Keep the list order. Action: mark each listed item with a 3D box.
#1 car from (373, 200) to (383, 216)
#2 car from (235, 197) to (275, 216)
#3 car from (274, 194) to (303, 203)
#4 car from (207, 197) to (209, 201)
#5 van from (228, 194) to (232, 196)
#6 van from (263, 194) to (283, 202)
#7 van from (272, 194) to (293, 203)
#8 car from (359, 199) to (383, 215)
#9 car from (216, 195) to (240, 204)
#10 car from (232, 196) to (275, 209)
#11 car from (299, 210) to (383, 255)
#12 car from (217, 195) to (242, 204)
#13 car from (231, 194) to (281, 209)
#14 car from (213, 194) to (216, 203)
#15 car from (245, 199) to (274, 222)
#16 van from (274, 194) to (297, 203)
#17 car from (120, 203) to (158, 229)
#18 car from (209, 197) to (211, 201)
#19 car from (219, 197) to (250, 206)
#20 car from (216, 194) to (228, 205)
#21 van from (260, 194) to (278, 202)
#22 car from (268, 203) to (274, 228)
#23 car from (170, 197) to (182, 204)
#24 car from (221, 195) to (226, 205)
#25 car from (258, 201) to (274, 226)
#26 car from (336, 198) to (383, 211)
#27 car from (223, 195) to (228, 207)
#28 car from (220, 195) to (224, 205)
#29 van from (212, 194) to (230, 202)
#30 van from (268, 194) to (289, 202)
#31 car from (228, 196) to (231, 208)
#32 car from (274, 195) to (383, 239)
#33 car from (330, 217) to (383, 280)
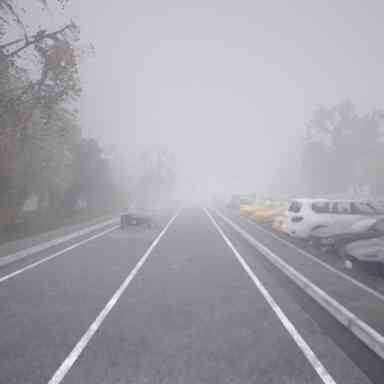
[{"bbox_3d":[20.095,1.510,31.473,4.792,1.488,2.163,0,0,0],"label":"car"},{"bbox_3d":[6.778,1.492,28.854,5.366,1.575,1.946,0,0,0],"label":"car"},{"bbox_3d":[20.360,1.352,70.247,5.566,2.045,2.435,0,0,0],"label":"car"},{"bbox_3d":[7.523,1.956,95.324,5.008,1.535,2.097,0,-1,0],"label":"car"},{"bbox_3d":[7.195,1.282,42.601,4.442,1.987,1.878,0,0,0],"label":"van"},{"bbox_3d":[20.386,1.500,83.957,4.442,1.987,1.878,0,-1,0],"label":"van"},{"bbox_3d":[20.550,1.398,75.661,4.442,1.987,1.878,0,0,0],"label":"van"},{"bbox_3d":[20.117,1.508,34.112,4.792,1.488,2.163,0,0,0],"label":"car"},{"bbox_3d":[7.255,1.475,67.587,4.553,1.767,2.185,0,0,0],"label":"car"},{"bbox_3d":[7.003,1.487,34.273,4.892,1.521,2.231,0,0,0],"label":"car"},{"bbox_3d":[6.829,1.576,12.075,5.008,1.535,2.097,0,0,0],"label":"car"},{"bbox_3d":[7.232,1.465,64.811,4.553,1.767,2.185,0,0,0],"label":"car"},{"bbox_3d":[7.063,1.364,37.052,4.553,1.767,2.185,0,0,0],"label":"car"},{"bbox_3d":[7.055,1.577,62.035,5.366,1.575,1.946,0,0,0],"label":"car"},{"bbox_3d":[6.731,1.518,23.181,5.366,1.575,1.946,0,0,0],"label":"car"},{"bbox_3d":[20.528,1.388,73.016,4.442,1.987,1.878,0,0,0],"label":"van"},{"bbox_3d":[-3.333,1.475,21.642,1.882,1.535,5.008,0,0,0],"label":"car"},{"bbox_3d":[7.407,1.391,78.691,5.566,2.045,2.435,0,0,0],"label":"car"},{"bbox_3d":[7.200,1.561,56.482,4.892,1.521,2.231,0,0,0],"label":"car"},{"bbox_3d":[6.985,1.546,53.707,5.366,1.575,1.946,0,0,0],"label":"car"},{"bbox_3d":[20.666,1.610,89.493,4.442,1.987,1.878,0,-1,0],"label":"van"},{"bbox_3d":[7.056,1.546,17.626,5.366,1.575,1.946,0,0,0],"label":"car"},{"bbox_3d":[-3.057,1.617,63.833,1.812,1.442,4.674,0,0,1],"label":"car"},{"bbox_3d":[7.095,1.558,48.154,4.792,1.488,2.163,0,0,0],"label":"car"},{"bbox_3d":[6.900,1.536,20.404,4.892,1.521,2.231,0,0,0],"label":"car"},{"bbox_3d":[20.139,1.490,39.650,5.008,1.535,2.097,0,0,0],"label":"car"},{"bbox_3d":[7.072,1.548,45.378,4.792,1.488,2.163,0,0,0],"label":"car"},{"bbox_3d":[7.118,1.569,50.930,4.792,1.488,2.163,0,0,0],"label":"car"},{"bbox_3d":[7.308,1.511,84.227,4.442,1.987,1.878,0,-1,0],"label":"van"},{"bbox_3d":[20.341,1.409,78.566,4.442,1.987,1.878,0,-1,0],"label":"van"},{"bbox_3d":[7.084,1.527,39.825,4.792,1.488,2.163,0,0,0],"label":"car"},{"bbox_3d":[6.875,1.311,14.850,5.566,2.045,2.435,0,0,0],"label":"car"},{"bbox_3d":[6.772,1.620,9.300,4.792,1.488,2.163,0,0,0],"label":"car"}]
